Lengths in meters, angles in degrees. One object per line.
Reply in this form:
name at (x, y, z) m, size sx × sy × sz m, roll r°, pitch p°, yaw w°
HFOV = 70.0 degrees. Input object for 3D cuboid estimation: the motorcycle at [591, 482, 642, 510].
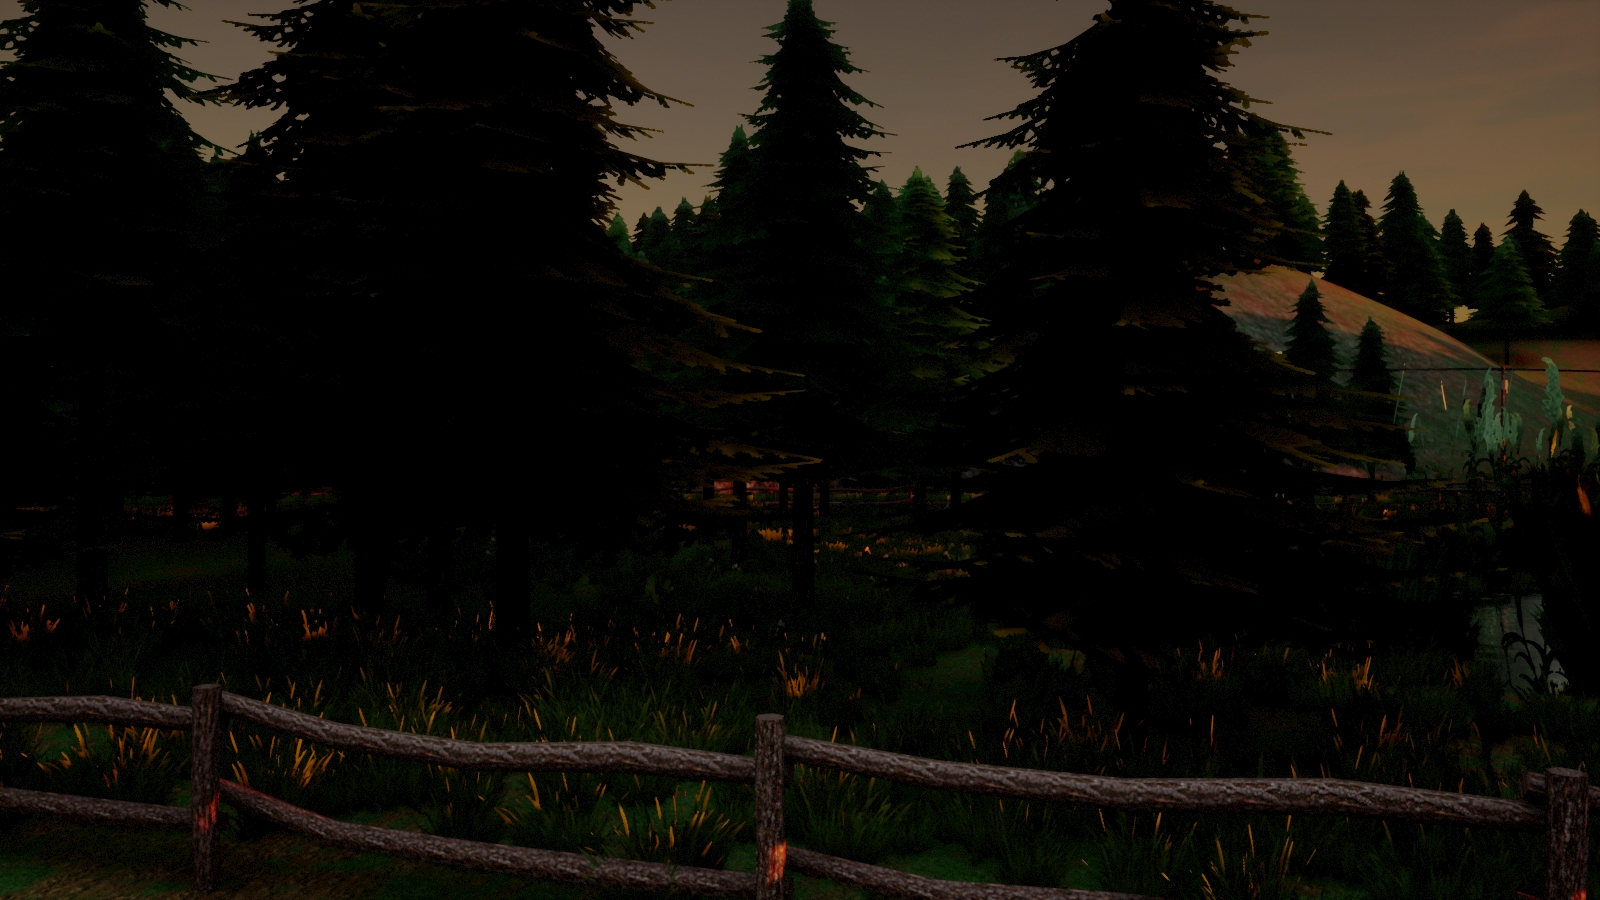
motorcycle at (-8.702, 2.178, 54.116) m, size 2.209 × 1.251 × 0.867 m, roll 0°, pitch 0°, yaw 14°
